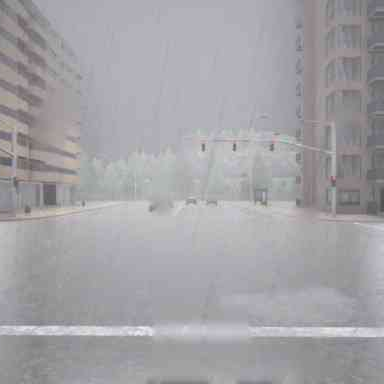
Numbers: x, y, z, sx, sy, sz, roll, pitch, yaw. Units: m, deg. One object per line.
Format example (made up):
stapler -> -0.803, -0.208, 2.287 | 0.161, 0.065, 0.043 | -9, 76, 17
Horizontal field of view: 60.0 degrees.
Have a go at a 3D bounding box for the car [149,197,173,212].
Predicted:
car -> -3.655, 1.352, 38.356 | 2.097, 1.767, 4.553 | 0, 0, 0

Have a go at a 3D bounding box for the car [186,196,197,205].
car -> -0.088, 1.526, 60.090 | 1.812, 1.442, 4.674 | 0, 0, 0

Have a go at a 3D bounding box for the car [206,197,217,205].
car -> 3.546, 1.547, 59.453 | 2.033, 1.411, 5.357 | 0, 0, 2
